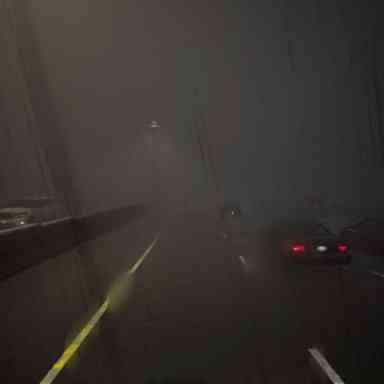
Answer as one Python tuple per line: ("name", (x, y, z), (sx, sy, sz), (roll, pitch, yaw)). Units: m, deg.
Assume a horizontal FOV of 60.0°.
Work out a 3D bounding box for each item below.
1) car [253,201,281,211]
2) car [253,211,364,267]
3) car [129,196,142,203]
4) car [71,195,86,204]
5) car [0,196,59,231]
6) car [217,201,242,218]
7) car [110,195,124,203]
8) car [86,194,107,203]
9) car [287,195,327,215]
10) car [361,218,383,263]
("car", (7.104, 1.583, 31.778), (2.128, 1.511, 4.902), (0, 0, 0))
("car", (3.601, 1.626, 11.739), (2.033, 1.411, 5.357), (0, 0, 0))
("car", (-10.522, 1.401, 62.078), (1.994, 1.385, 4.181), (0, 1, 1))
("car", (-20.995, 1.362, 62.343), (1.812, 1.442, 4.674), (0, 1, 0))
("car", (-10.596, 1.326, 21.515), (2.150, 2.045, 5.566), (0, 0, 0))
("car", (3.604, 1.597, 31.903), (1.837, 1.490, 4.892), (0, 0, 0))
("car", (-14.012, 1.337, 62.455), (1.837, 1.490, 4.892), (0, 1, 1))
("car", (-17.512, 1.191, 62.099), (2.097, 1.767, 4.553), (0, 1, 1))
("car", (10.605, 1.315, 30.916), (2.150, 2.045, 5.566), (0, 0, 0))
("car", (7.099, 1.645, 12.300), (1.994, 1.385, 4.181), (0, 0, 0))
